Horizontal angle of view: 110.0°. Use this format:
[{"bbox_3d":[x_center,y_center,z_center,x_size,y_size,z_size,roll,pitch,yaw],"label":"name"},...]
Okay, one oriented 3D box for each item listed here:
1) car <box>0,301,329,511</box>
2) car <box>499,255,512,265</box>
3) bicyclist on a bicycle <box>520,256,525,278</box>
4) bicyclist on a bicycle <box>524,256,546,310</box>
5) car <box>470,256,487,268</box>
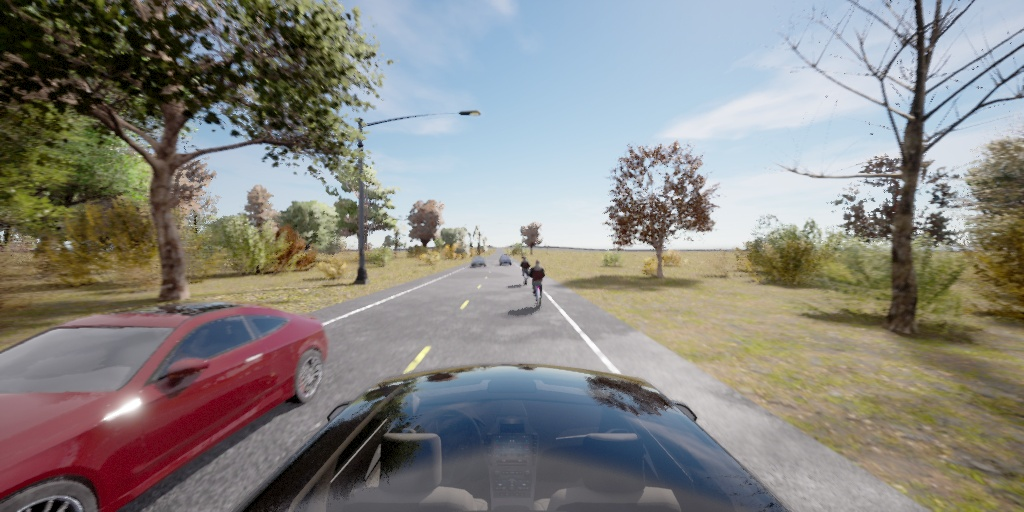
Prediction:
[{"bbox_3d":[-3.608,1.258,3.549,1.812,1.442,4.674,0,1,0],"label":"car"},{"bbox_3d":[-1.004,0.684,56.776,2.033,1.411,5.357,0,1,-1],"label":"car"},{"bbox_3d":[0.786,0.896,21.929,0.659,1.776,1.843,0,1,-1],"label":"bicyclist on a bicycle"},{"bbox_3d":[0.899,0.996,12.914,0.659,1.776,1.843,0,1,-1],"label":"bicyclist on a bicycle"},{"bbox_3d":[-4.336,0.775,46.961,1.812,1.442,4.674,0,1,-1],"label":"car"}]
